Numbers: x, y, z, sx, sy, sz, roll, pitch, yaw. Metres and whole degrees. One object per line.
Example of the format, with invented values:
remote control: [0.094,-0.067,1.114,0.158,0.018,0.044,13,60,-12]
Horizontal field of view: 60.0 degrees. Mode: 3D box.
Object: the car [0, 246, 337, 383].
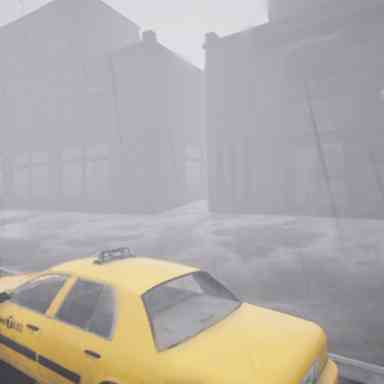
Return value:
car: [-1.161,1.460,4.138,5.366,1.575,1.946,0,0,35]
